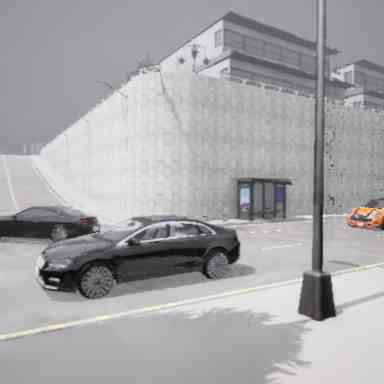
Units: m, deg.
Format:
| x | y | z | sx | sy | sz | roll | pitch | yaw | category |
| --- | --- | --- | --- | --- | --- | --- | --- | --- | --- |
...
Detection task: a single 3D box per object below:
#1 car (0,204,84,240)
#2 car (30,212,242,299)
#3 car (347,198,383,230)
| x | y | z | sx | sy | sz | roll | pitch | yaw | category |
| --- | --- | --- | --- | --- | --- | --- | --- | --- | --- |
| -6.007 | 1.236 | 13.445 | 4.674 | 1.442 | 1.812 | 1 | 2 | 11 | car |
| -1.046 | 1.348 | 8.045 | 4.902 | 1.511 | 2.128 | 0 | 1 | -31 | car |
| 11.147 | 1.167 | 19.377 | 4.553 | 1.767 | 2.097 | 0 | 1 | -31 | car |
